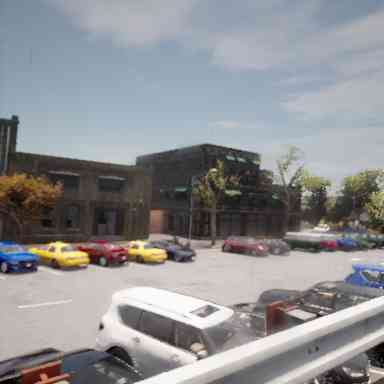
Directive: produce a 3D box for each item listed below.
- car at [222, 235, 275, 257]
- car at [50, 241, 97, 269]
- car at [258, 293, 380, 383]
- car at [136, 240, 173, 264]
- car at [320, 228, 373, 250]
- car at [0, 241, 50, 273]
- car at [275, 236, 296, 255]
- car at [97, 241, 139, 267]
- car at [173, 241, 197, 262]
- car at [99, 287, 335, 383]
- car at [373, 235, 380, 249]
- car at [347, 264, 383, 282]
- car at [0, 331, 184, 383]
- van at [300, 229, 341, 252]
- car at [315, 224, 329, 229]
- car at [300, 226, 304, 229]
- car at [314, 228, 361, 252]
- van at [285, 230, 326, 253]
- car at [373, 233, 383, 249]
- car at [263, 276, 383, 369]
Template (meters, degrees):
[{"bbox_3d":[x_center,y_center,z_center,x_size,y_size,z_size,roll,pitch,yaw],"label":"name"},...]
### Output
[{"bbox_3d":[5.310,5.216,32.706,4.553,1.767,2.185,1,-4,34],"label":"car"},{"bbox_3d":[-9.206,4.111,22.437,5.366,1.575,1.946,1,-3,34],"label":"car"},{"bbox_3d":[2.535,4.267,9.815,4.892,1.521,2.231,3,-2,34],"label":"car"},{"bbox_3d":[-4.413,4.519,25.884,5.366,1.575,1.946,1,-3,34],"label":"car"},{"bbox_3d":[19.746,6.313,43.026,5.566,2.045,2.435,1,-4,34],"label":"car"},{"bbox_3d":[-11.450,3.911,20.609,5.008,1.535,2.097,1,-4,35],"label":"car"},{"bbox_3d":[7.731,5.547,34.409,4.892,1.521,2.231,1,-3,34],"label":"car"},{"bbox_3d":[-6.649,4.320,24.066,5.008,1.535,2.097,1,-3,34],"label":"car"},{"bbox_3d":[-1.835,4.759,27.500,4.792,1.488,2.163,1,-4,34],"label":"car"},{"bbox_3d":[0.130,3.807,8.028,5.566,2.045,2.435,3,-2,34],"label":"car"},{"bbox_3d":[22.131,6.797,44.747,4.792,1.488,2.163,1,-4,34],"label":"car"},{"bbox_3d":[9.921,4.642,15.073,5.566,2.045,2.435,3,-2,34],"label":"car"},{"bbox_3d":[-2.386,3.877,6.294,4.792,1.488,2.163,3,-2,34],"label":"car"},{"bbox_3d":[14.826,5.930,39.651,4.442,1.987,1.878,1,-3,34],"label":"van"},{"bbox_3d":[26.169,7.633,66.989,2.435,2.045,5.566,2,-2,36],"label":"car"},{"bbox_3d":[22.880,7.901,72.121,1.946,1.575,5.366,1,-3,36],"label":"car"},{"bbox_3d":[17.349,6.110,41.303,5.566,2.045,2.435,1,-4,34],"label":"car"},{"bbox_3d":[12.429,5.726,37.928,4.442,1.987,1.878,1,-3,34],"label":"van"},{"bbox_3d":[24.485,6.718,46.491,5.566,2.045,2.435,1,-3,34],"label":"car"},{"bbox_3d":[4.976,4.223,11.590,5.566,2.045,2.435,3,-2,34],"label":"car"}]
